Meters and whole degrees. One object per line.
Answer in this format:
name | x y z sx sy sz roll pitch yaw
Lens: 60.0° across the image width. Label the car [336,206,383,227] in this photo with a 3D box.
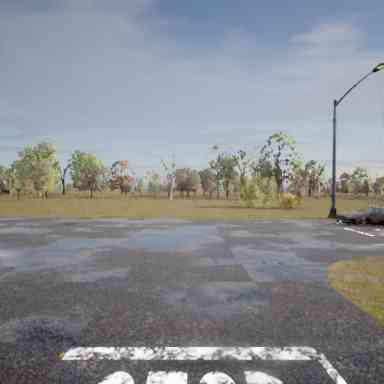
car | 13.179 1.722 23.529 5.357 1.411 2.033 1 1 0
